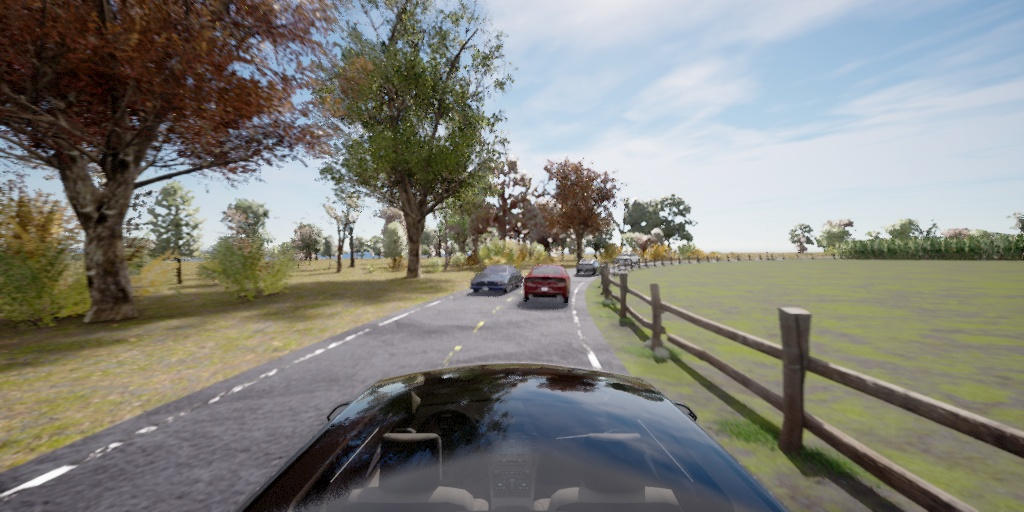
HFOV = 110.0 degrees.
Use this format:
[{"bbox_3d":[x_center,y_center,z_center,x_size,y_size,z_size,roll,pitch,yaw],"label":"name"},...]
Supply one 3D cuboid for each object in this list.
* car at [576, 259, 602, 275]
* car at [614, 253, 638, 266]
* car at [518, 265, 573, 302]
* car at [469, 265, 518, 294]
[{"bbox_3d":[7.654,1.043,35.314,2.128,1.511,4.902,0,1,24],"label":"car"},{"bbox_3d":[18.339,0.481,57.583,2.150,2.045,5.566,1,1,41],"label":"car"},{"bbox_3d":[1.737,1.146,16.608,1.882,1.535,5.008,0,0,10],"label":"car"},{"bbox_3d":[-0.697,1.181,19.733,2.033,1.411,5.357,0,0,12],"label":"car"}]
